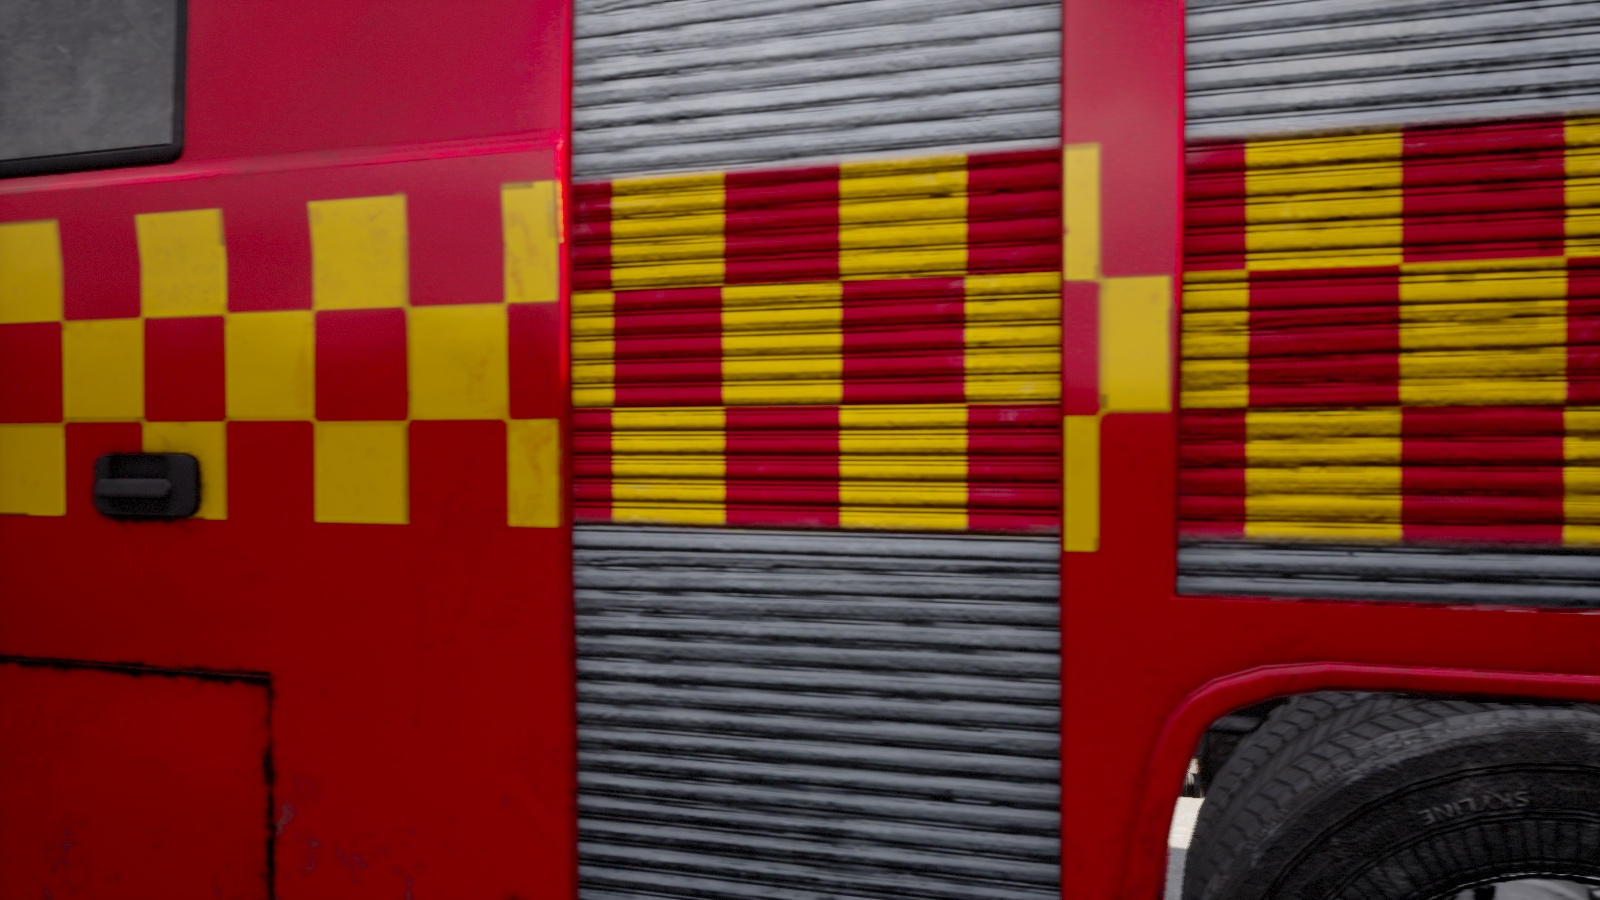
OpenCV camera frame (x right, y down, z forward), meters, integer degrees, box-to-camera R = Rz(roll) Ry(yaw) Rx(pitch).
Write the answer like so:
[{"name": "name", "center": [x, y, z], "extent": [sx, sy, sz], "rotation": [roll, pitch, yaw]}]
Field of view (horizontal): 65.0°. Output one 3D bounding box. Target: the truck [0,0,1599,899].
[{"name": "truck", "center": [-1.043, -0.406, 4.015], "extent": [8.468, 3.827, 2.891], "rotation": [1, 1, 18]}]
